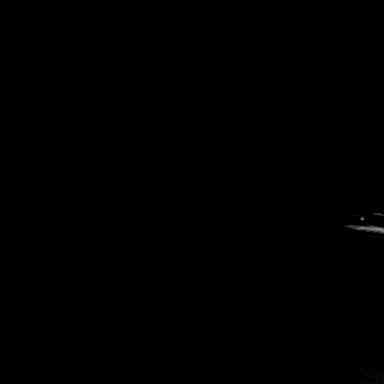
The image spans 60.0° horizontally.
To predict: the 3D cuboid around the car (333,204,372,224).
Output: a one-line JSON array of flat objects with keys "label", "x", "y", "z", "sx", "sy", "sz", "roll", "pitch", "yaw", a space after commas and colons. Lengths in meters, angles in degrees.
[{"label": "car", "x": 13.032, "y": 1.763, "z": 27.197, "sx": 2.128, "sy": 1.511, "sz": 4.902, "roll": 0, "pitch": -1, "yaw": 8}]
